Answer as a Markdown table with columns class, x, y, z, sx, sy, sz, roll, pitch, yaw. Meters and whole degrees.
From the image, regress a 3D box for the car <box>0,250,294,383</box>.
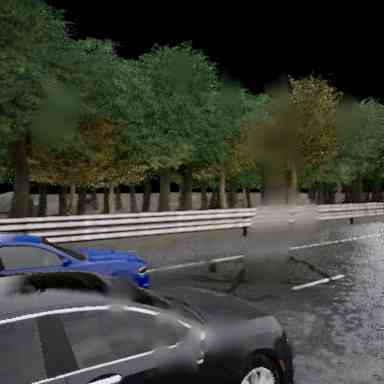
| class | x | y | z | sx | sy | sz | roll | pitch | yaw |
| --- | --- | --- | --- | --- | --- | --- | --- | --- | --- |
| car | -1.136 | 1.504 | 2.937 | 4.892 | 1.490 | 1.837 | 0 | 0 | -35 |

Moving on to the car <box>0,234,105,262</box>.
| class | x | y | z | sx | sy | sz | roll | pitch | yaw |
| --- | --- | --- | --- | --- | --- | --- | --- | --- | --- |
| car | -3.150 | 1.477 | 5.799 | 5.008 | 1.535 | 1.882 | 0 | 0 | -35 |
